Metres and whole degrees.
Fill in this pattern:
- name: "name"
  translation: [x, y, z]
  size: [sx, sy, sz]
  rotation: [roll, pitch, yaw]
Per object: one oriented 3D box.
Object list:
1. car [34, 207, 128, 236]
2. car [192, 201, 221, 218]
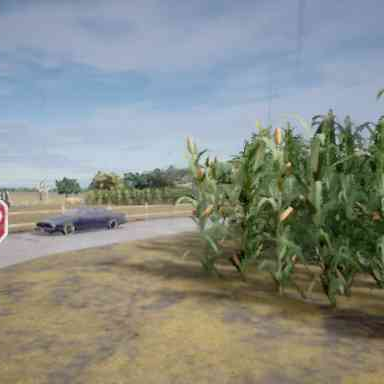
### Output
- name: "car"
  translation: [-6.213, 1.600, 19.365]
  size: [2.033, 1.411, 5.357]
  rotation: [0, 0, 35]
- name: "car"
  translation: [1.894, 1.555, 30.811]
  size: [1.882, 1.535, 5.008]
  rotation: [0, 0, 35]
